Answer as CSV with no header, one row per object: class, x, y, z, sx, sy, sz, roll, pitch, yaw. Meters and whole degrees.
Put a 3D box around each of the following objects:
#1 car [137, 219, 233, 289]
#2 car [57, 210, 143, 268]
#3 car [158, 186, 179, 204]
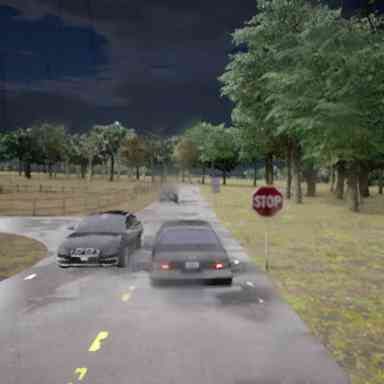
car,-0.153,1.463,9.088,2.033,1.411,5.357,0,1,-4
car,-2.744,1.415,10.915,1.837,1.490,4.892,0,1,0
car,-2.743,0.324,39.948,2.150,2.045,5.566,0,2,0
